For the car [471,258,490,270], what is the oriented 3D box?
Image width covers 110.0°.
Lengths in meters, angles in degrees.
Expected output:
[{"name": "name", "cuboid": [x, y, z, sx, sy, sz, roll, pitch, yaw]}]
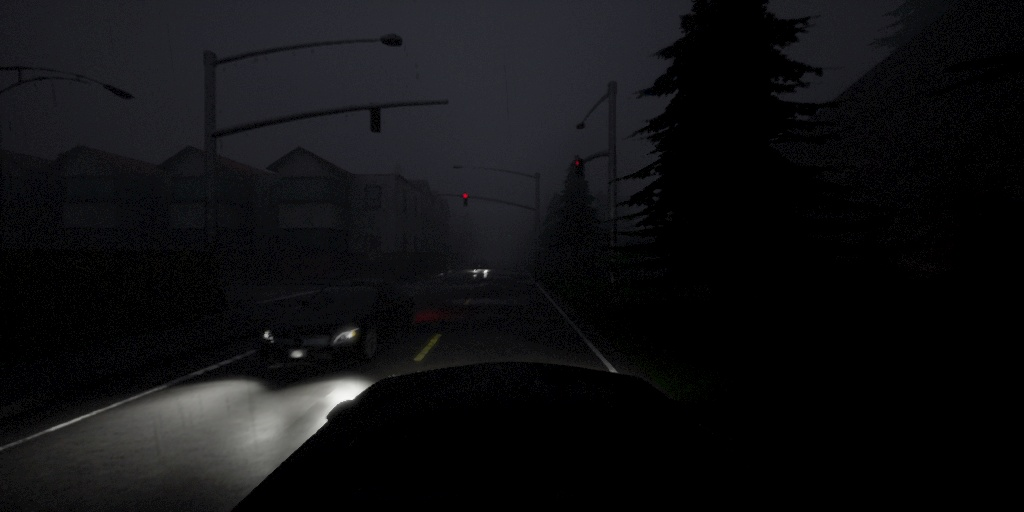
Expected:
[{"name": "car", "cuboid": [-3.777, 0.927, 43.466, 1.994, 1.385, 4.181, 0, 1, 0]}]

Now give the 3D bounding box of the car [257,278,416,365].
[{"name": "car", "cuboid": [-3.518, 1.279, 8.178, 1.812, 1.442, 4.674, 0, 1, 0]}]
